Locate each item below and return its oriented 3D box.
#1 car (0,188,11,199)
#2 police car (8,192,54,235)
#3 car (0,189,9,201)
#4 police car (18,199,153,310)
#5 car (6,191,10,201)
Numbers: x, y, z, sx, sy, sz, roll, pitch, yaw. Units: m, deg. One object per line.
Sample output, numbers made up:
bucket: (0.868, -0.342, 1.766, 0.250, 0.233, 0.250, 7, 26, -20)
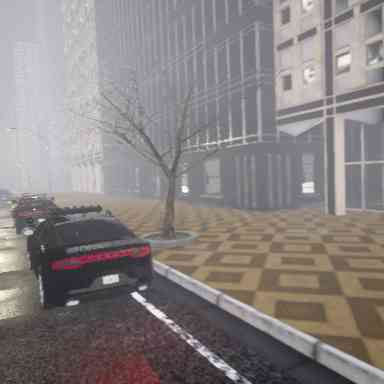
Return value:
car: (-29.188, 0.258, 51.395, 1.882, 1.535, 5.008, -4, 3, -30)
police car: (-7.631, 0.941, 16.202, 1.930, 1.638, 5.238, -4, 3, -30)
car: (-22.719, 0.543, 40.323, 1.812, 1.442, 4.674, -4, 3, -30)
police car: (-2.610, 1.141, 7.555, 1.930, 1.638, 5.238, -4, 3, -30)
car: (-10.682, 0.850, 21.460, 1.801, 1.575, 5.366, -4, 3, -30)
